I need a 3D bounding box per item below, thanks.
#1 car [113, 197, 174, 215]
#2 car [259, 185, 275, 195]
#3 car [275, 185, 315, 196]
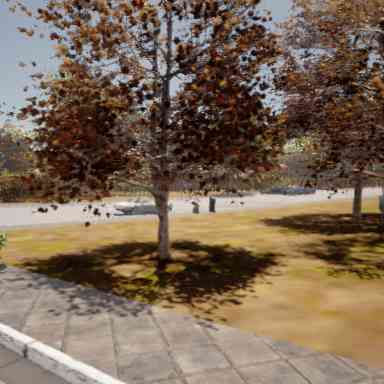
[{"bbox_3d":[-3.848,1.076,27.097,4.718,1.301,1.895,-2,3,-37],"label":"car"},{"bbox_3d":[12.196,-0.333,49.397,4.674,1.442,1.812,-3,3,-26],"label":"car"},{"bbox_3d":[14.823,-0.287,46.805,5.357,1.411,2.033,-3,3,-25],"label":"car"}]
